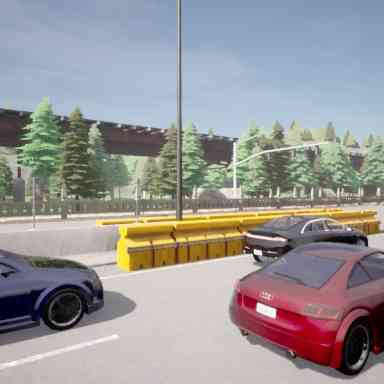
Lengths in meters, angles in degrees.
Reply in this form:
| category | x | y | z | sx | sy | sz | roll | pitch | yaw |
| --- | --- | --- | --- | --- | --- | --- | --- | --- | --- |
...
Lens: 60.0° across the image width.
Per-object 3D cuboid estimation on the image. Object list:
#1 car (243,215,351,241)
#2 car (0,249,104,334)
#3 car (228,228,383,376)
| category | x | y | z | sx | sy | sz | roll | pitch | yaw |
| --- | --- | --- | --- | --- | --- | --- | --- | --- | --- |
| car | 3.829 | 1.491 | 10.786 | 4.902 | 1.511 | 2.128 | 0 | 0 | -36 |
| car | -3.630 | 1.564 | 5.453 | 4.181 | 1.385 | 1.994 | 0 | 0 | -36 |
| car | 2.637 | 1.564 | 5.639 | 4.181 | 1.385 | 1.994 | 0 | 0 | -35 |
